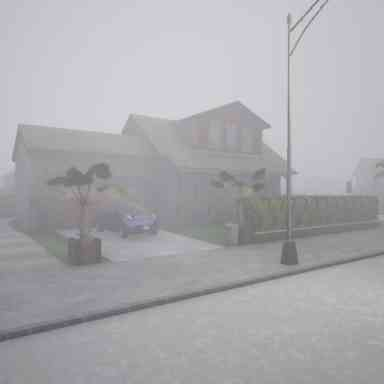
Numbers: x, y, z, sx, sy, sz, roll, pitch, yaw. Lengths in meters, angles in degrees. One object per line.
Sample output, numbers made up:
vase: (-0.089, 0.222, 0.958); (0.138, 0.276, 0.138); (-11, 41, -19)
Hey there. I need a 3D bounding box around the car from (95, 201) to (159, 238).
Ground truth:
car: (-3.024, 1.174, 15.291); (1.845, 1.501, 3.633); (0, 0, -38)
